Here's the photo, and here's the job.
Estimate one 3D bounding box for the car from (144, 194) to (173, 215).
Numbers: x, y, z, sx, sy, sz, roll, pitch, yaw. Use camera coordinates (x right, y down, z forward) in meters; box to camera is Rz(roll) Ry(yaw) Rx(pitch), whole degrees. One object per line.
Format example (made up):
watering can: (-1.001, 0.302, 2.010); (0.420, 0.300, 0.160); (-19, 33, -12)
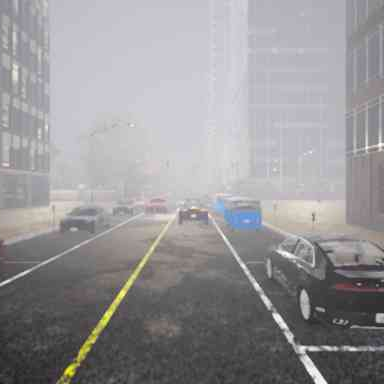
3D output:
car: (-3.042, 1.192, 30.025); (1.882, 1.535, 5.008); (0, 0, 0)

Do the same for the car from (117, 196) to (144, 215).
car: (-5.770, 1.285, 29.600); (1.947, 1.339, 4.313); (0, 1, 0)

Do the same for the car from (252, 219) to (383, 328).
car: (2.690, 1.498, 6.800); (2.008, 1.369, 4.403); (0, 0, 0)

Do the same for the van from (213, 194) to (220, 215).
van: (2.773, 1.060, 29.599); (1.690, 1.788, 3.998); (0, 1, 0)

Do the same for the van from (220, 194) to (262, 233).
van: (2.692, 1.184, 18.203); (1.690, 1.788, 3.998); (0, 1, 0)

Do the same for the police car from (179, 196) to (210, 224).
police car: (0.099, 1.295, 23.087); (2.038, 1.542, 4.974); (0, 0, 0)

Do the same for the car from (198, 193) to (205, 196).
car: (0.097, 1.191, 37.905); (1.994, 1.385, 4.181); (0, 1, 0)

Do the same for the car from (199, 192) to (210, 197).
car: (2.690, 0.737, 67.723); (1.967, 1.590, 4.097); (0, 1, 0)

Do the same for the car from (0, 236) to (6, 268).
car: (-5.691, 1.492, 6.800); (1.887, 1.381, 4.507); (0, 0, 0)

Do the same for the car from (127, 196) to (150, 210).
car: (-5.819, 1.164, 36.833); (1.752, 1.417, 4.829); (0, 1, 0)

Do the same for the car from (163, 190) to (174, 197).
car: (-5.692, 0.779, 73.402); (1.887, 1.381, 4.507); (0, 1, 0)

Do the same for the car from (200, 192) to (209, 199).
car: (2.689, 0.800, 73.405); (1.947, 1.339, 4.313); (0, 1, 0)

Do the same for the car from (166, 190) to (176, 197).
car: (-5.692, 0.359, 90.447); (2.192, 1.841, 5.009); (0, 1, 0)

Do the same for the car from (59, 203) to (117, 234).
car: (-5.690, 1.409, 18.204); (1.947, 1.339, 4.313); (0, 1, 0)
